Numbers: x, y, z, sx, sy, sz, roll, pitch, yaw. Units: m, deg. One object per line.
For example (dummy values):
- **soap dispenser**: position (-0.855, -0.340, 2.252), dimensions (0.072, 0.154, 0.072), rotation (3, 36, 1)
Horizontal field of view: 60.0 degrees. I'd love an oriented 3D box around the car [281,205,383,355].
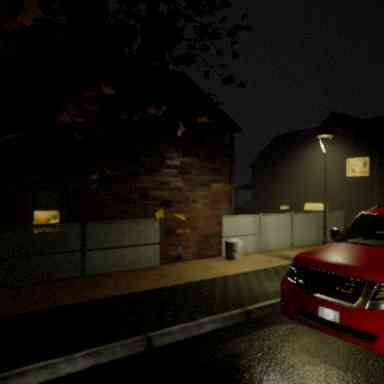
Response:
- **car**: position (4.041, 1.265, 5.947), dimensions (5.566, 2.045, 2.150), rotation (1, 0, -35)
